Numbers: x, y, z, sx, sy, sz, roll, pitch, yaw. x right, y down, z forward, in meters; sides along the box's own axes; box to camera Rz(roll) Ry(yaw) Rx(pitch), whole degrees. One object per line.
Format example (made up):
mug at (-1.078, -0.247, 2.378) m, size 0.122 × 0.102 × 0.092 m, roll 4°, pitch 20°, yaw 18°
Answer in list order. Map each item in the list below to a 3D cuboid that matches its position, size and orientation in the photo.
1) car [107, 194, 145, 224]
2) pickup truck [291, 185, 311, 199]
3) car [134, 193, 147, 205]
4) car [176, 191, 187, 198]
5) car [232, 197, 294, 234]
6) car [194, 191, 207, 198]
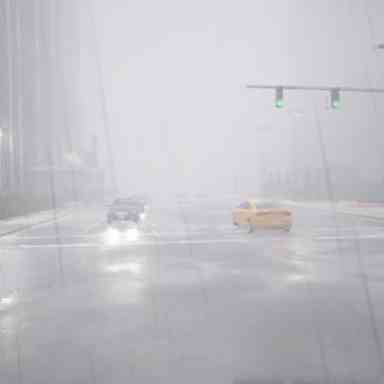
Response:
car at (-4.396, 1.160, 21.835) m, size 2.128 × 1.511 × 4.902 m, roll -1°, pitch 1°, yaw -6°
pickup truck at (16.252, 0.012, 49.397) m, size 2.390 × 2.098 × 6.274 m, roll 0°, pitch 1°, yaw 24°
car at (-5.472, 0.996, 31.250) m, size 1.882 × 1.535 × 5.008 m, roll -1°, pitch 1°, yaw -6°
car at (-2.032, 0.486, 63.628) m, size 1.994 × 1.385 × 4.181 m, roll -1°, pitch 1°, yaw -7°
car at (3.396, 1.137, 17.056) m, size 1.882 × 1.535 × 5.008 m, roll -1°, pitch 1°, yaw -7°
car at (1.547, 0.504, 62.294) m, size 1.895 × 1.301 × 4.718 m, roll -1°, pitch 1°, yaw -7°
